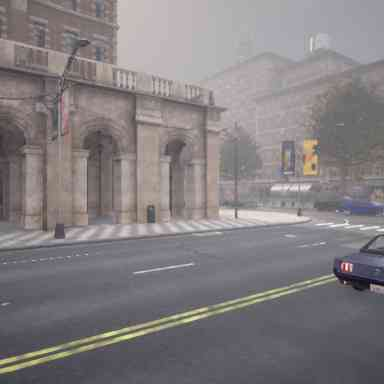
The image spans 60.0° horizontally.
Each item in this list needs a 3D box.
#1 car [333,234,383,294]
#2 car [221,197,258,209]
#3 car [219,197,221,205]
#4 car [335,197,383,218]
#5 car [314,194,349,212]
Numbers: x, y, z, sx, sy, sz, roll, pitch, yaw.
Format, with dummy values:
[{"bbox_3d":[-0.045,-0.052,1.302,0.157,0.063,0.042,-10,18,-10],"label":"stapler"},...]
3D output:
[{"bbox_3d":[5.426,1.601,7.762,4.718,1.301,1.895,0,0,-36],"label":"car"},{"bbox_3d":[6.559,1.492,44.236,2.128,1.511,4.902,0,0,-36],"label":"car"},{"bbox_3d":[4.406,1.547,53.182,2.033,1.411,5.357,0,0,-36],"label":"car"},{"bbox_3d":[16.299,1.477,30.782,1.882,1.535,5.008,0,0,-36],"label":"car"},{"bbox_3d":[16.249,1.222,36.817,2.150,2.045,5.566,0,0,-36],"label":"car"}]
